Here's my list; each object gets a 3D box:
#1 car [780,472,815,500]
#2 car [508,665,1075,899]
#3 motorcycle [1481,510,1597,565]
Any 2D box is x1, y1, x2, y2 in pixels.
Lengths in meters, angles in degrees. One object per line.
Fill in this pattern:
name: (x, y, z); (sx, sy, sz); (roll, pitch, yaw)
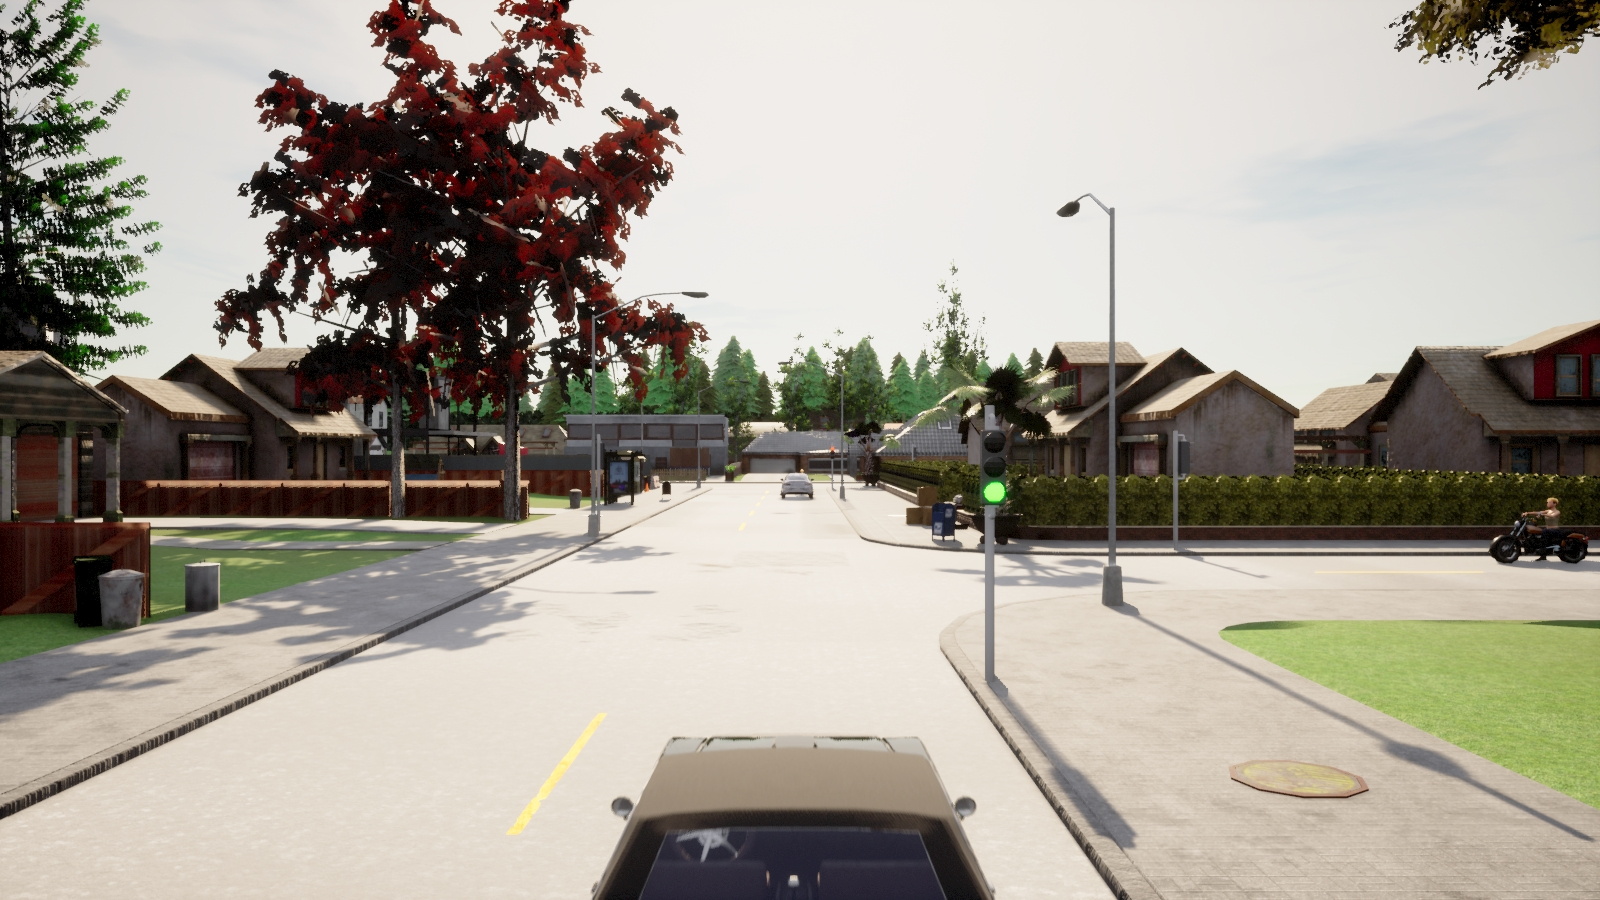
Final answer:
car: (-0.164, 2.081, 66.907); (2.002, 1.442, 4.674); (0, 0, 0)
car: (-0.031, 2.155, 5.640); (1.895, 1.301, 4.718); (0, 0, 0)
motorcycle: (18.237, 2.155, 28.222); (2.356, 1.307, 0.764); (0, 0, 0)
